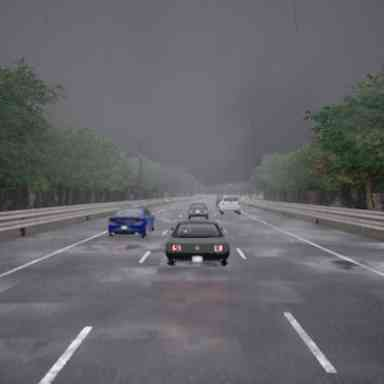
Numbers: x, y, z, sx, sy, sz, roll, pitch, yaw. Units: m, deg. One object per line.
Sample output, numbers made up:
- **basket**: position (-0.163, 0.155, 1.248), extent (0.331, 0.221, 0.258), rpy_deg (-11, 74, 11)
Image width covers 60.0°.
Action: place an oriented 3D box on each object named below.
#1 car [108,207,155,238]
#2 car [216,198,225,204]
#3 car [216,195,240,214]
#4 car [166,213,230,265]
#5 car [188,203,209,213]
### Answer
- **car**: position (-3.201, 1.565, 18.427), extent (1.882, 1.535, 5.008), rpy_deg (0, 0, 1)
- **car**: position (6.798, 2.163, 79.800), extent (2.033, 1.411, 5.357), rpy_deg (0, 0, 5)
- **car**: position (4.281, 1.466, 38.241), extent (2.150, 2.045, 5.566), rpy_deg (0, -1, 2)
- **car**: position (0.190, 1.653, 11.797), extent (1.895, 1.301, 4.718), rpy_deg (0, 0, 1)
- **car**: position (0.600, 1.722, 30.428), extent (2.033, 1.411, 5.357), rpy_deg (0, 0, 2)
